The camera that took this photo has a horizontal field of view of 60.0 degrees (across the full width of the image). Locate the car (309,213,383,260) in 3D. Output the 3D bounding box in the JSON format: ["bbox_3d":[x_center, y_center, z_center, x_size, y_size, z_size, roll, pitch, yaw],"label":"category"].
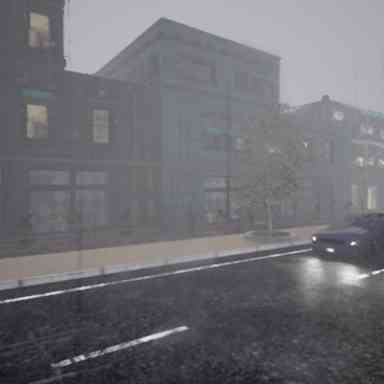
[{"bbox_3d":[6.711,1.509,12.464,5.357,1.411,2.033,0,0,-35],"label":"car"}]
